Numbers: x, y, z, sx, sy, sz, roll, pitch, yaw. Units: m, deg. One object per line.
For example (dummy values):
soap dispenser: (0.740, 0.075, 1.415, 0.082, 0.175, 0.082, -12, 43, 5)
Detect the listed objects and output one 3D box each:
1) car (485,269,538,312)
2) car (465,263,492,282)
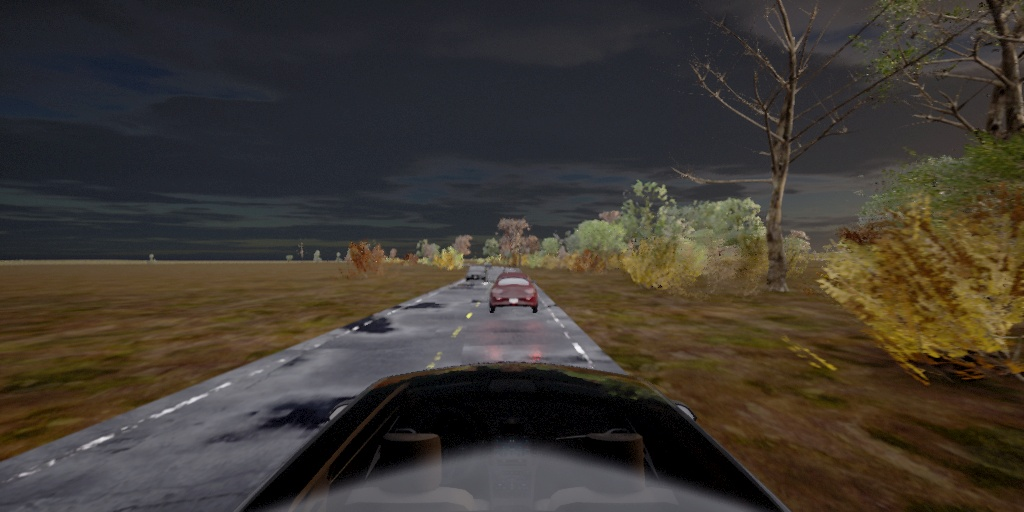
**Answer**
car: (0.062, 1.427, 14.893, 1.812, 1.442, 4.674, 0, -1, 0)
car: (-3.198, 1.619, 33.457, 1.837, 1.490, 4.892, 0, -1, 0)
